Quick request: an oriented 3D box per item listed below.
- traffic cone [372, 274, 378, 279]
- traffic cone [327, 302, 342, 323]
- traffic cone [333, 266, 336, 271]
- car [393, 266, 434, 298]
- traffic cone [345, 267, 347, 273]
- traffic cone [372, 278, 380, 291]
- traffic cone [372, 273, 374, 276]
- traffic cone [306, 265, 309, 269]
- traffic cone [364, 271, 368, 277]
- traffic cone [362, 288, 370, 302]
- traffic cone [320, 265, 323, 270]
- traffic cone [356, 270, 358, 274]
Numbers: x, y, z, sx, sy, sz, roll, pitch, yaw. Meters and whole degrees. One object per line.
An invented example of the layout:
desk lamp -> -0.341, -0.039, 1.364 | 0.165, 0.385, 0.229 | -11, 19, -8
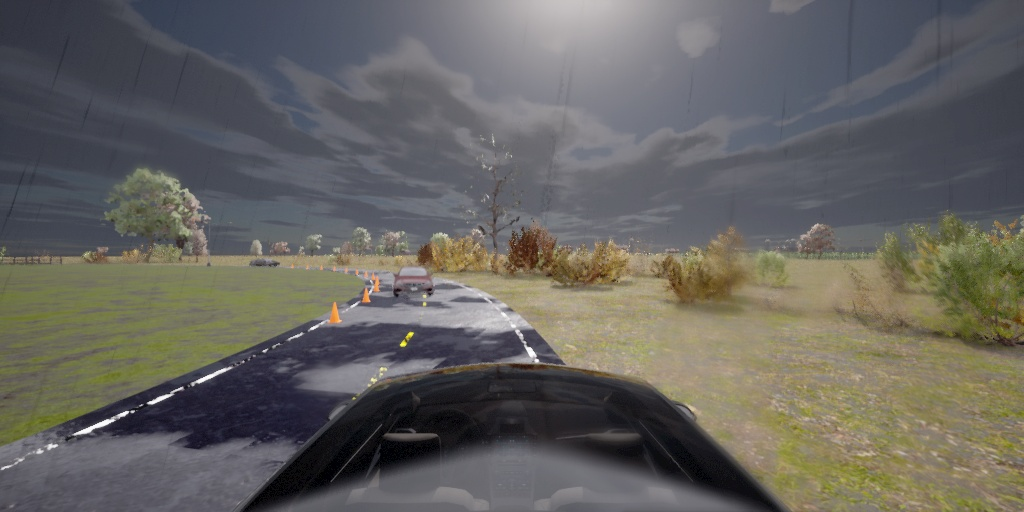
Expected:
traffic cone -> -9.269, 1.665, 24.664 | 0.340, 0.580, 0.340 | 0, 0, -22
traffic cone -> -5.333, 1.692, 10.785 | 0.340, 0.580, 0.340 | 0, 0, -10
traffic cone -> -22.202, 1.582, 44.831 | 0.340, 0.580, 0.340 | 0, 0, -43
car -> -5.172, 1.258, 18.791 | 1.812, 1.442, 4.674 | 0, 0, -17
traffic cone -> -19.035, 1.600, 41.200 | 0.340, 0.580, 0.340 | 0, 0, -39
traffic cone -> -7.618, 1.676, 20.138 | 0.340, 0.580, 0.340 | 0, 0, -18
traffic cone -> -11.247, 1.653, 29.056 | 0.340, 0.580, 0.340 | 0, 0, -26
traffic cone -> -29.291, 1.551, 51.346 | 0.340, 0.580, 0.340 | 0, 0, 38
traffic cone -> -13.543, 1.637, 33.291 | 0.340, 0.580, 0.340 | 0, 0, -31
traffic cone -> -6.303, 1.685, 15.503 | 0.340, 0.580, 0.340 | 0, 0, -14
traffic cone -> -25.627, 1.566, 48.219 | 0.340, 0.580, 0.340 | 0, 0, 43
traffic cone -> -16.144, 1.619, 37.347 | 0.340, 0.580, 0.340 | 0, 0, -35
